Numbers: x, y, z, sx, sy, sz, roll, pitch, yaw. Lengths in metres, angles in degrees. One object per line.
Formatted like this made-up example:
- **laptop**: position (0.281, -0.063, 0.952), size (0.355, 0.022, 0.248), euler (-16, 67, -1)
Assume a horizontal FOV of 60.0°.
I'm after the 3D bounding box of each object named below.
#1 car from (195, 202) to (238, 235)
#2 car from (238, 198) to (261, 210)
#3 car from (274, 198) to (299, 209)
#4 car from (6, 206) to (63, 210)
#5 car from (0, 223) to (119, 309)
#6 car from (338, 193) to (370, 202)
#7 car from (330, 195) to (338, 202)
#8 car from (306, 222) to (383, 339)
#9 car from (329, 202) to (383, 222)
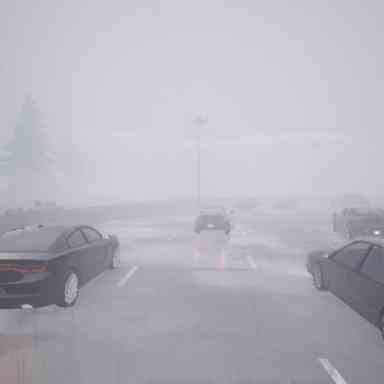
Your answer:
- **car**: position (1.360, 1.490, 18.693), size (1.812, 1.442, 4.674), euler (0, 0, 11)
- **car**: position (7.188, 1.445, 42.246), size (1.812, 1.442, 4.674), euler (0, 0, 33)
- **car**: position (12.851, 1.515, 44.857), size (1.895, 1.301, 4.718), euler (0, 0, 37)
- **car**: position (-11.734, 1.266, 25.180), size (1.895, 1.301, 4.718), euler (0, 0, 14)
- **car**: position (-3.181, 1.463, 7.925), size (1.882, 1.535, 5.008), euler (0, 0, 3)
- **car**: position (22.572, 1.131, 45.737), size (2.150, 2.045, 5.566), euler (-1, -1, 44)
- **car**: position (22.863, 1.256, 50.894), size (2.097, 1.767, 4.553), euler (0, 0, 44)
- **car**: position (3.669, 1.536, 5.837), size (2.033, 1.411, 5.357), euler (0, 0, 2)
- **car**: position (8.353, 1.473, 16.616), size (1.837, 1.490, 4.892), euler (-1, 0, 10)
